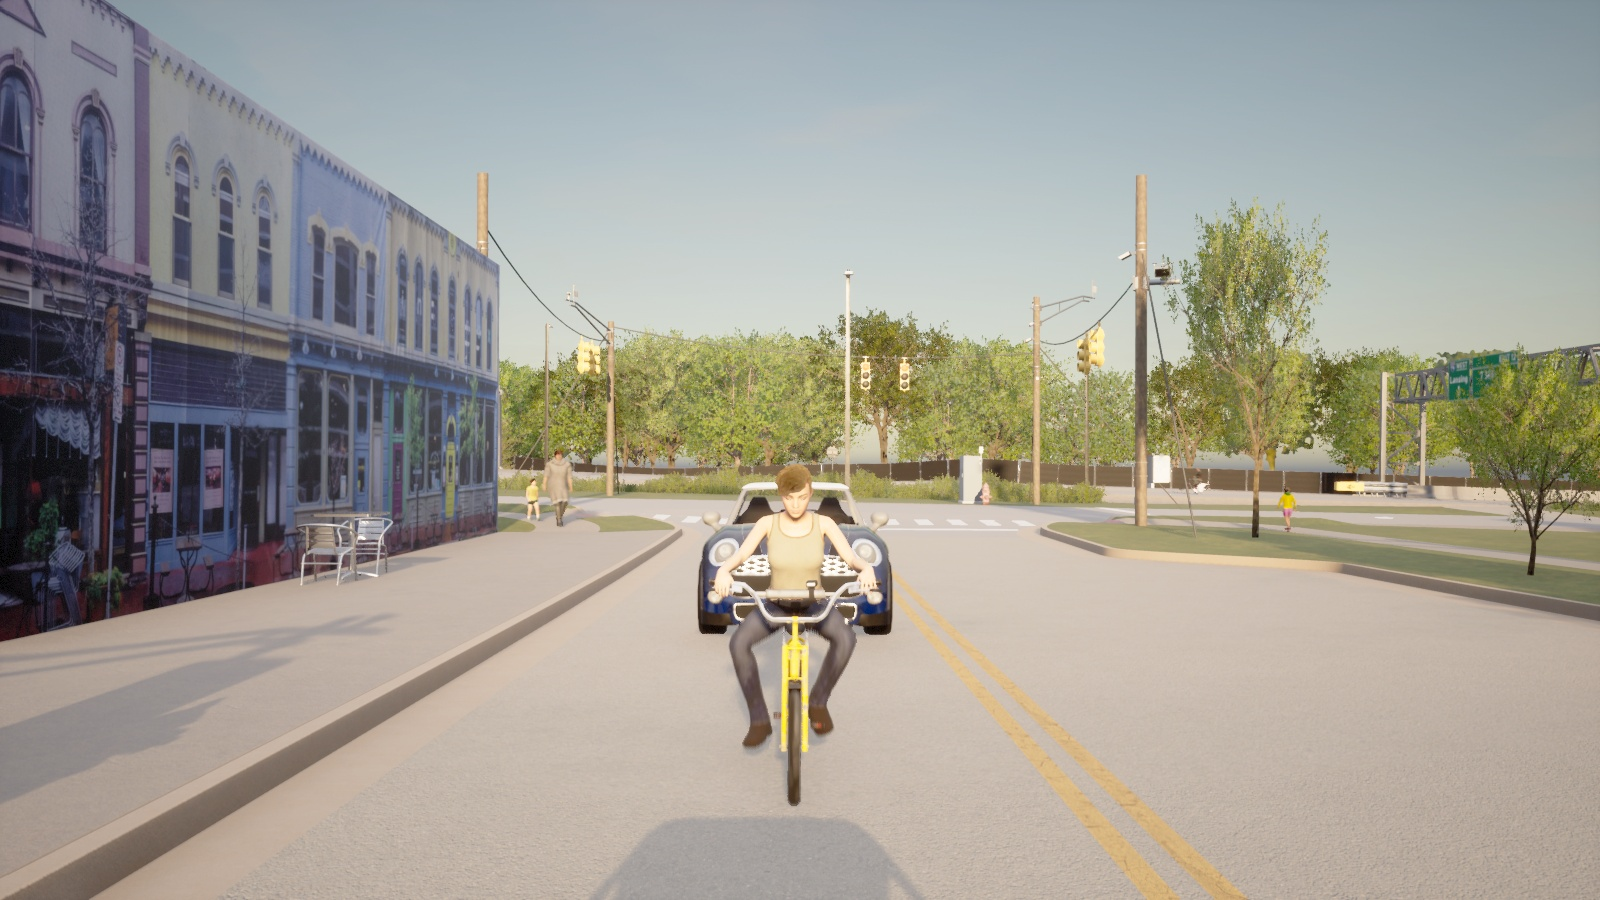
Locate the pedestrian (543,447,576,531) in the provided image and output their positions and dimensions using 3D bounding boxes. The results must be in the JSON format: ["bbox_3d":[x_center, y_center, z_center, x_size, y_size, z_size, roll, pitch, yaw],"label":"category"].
[{"bbox_3d":[-5.713,0.917,29.814,0.659,1.952,0.873,0,-1,-19],"label":"pedestrian"}]

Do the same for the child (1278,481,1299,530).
[{"bbox_3d":[11.824,1.332,30.397,0.299,1.160,0.473,0,-1,0],"label":"child"}]

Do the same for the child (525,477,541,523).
[{"bbox_3d":[-6.539,1.228,30.741,0.255,1.110,0.394,0,-1,-33],"label":"child"}]

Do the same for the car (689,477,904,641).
[{"bbox_3d":[-0.040,1.042,13.433,1.970,1.475,3.806,0,-1,0],"label":"car"}]

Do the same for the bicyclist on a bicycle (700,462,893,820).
[{"bbox_3d":[-0.017,0.876,6.432,0.866,1.612,1.509,0,-1,0],"label":"bicyclist on a bicycle"}]
